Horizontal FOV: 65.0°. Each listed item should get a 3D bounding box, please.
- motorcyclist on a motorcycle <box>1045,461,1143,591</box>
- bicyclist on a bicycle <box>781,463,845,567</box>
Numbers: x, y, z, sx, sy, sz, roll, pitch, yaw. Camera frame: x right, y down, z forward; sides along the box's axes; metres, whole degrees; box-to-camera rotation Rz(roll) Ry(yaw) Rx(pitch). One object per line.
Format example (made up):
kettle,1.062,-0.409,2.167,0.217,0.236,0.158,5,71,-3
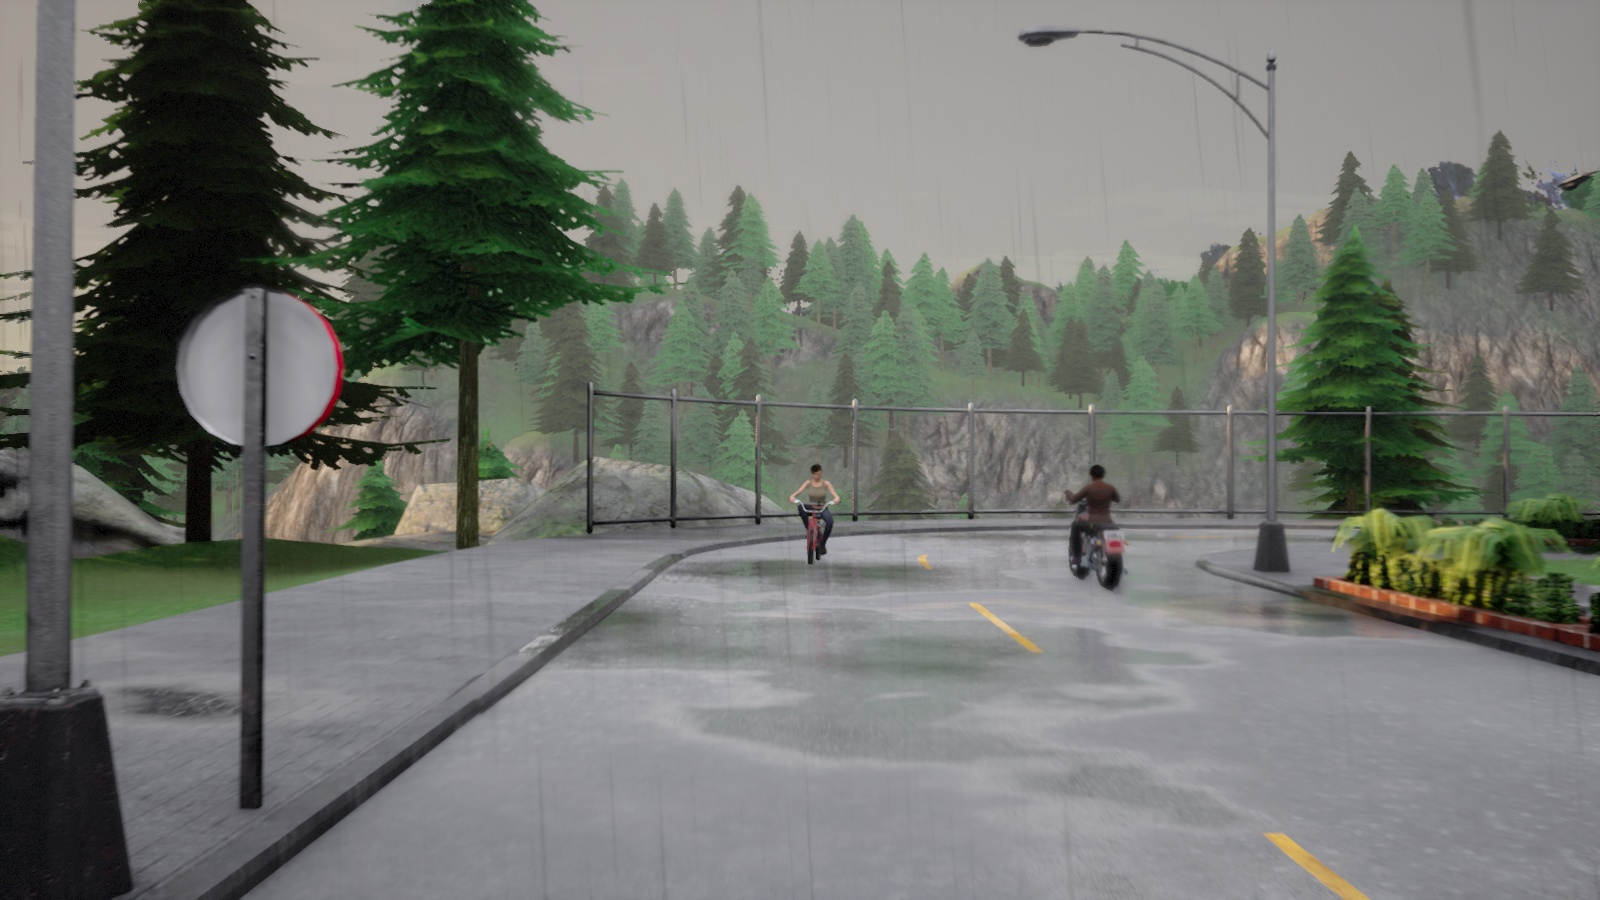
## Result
motorcyclist on a motorcycle,3.959,0.980,17.118,0.766,1.649,2.350,0,-1,0
bicyclist on a bicycle,0.229,1.028,20.454,0.866,1.612,1.509,1,-1,7
